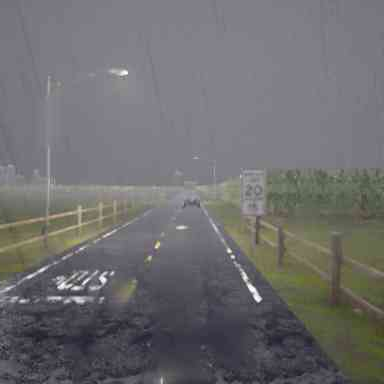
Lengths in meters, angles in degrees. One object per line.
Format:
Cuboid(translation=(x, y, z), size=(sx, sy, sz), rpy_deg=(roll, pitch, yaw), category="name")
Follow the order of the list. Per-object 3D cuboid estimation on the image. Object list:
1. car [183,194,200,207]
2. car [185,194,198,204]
Cuboid(translation=(-0.015, 1.000, 42.700), size=(2.097, 1.767, 4.553), rpy_deg=(0, 1, 0), category="car")
Cuboid(translation=(-0.023, 1.120, 52.771), size=(1.994, 1.385, 4.181), rpy_deg=(0, 1, 0), category="car")
